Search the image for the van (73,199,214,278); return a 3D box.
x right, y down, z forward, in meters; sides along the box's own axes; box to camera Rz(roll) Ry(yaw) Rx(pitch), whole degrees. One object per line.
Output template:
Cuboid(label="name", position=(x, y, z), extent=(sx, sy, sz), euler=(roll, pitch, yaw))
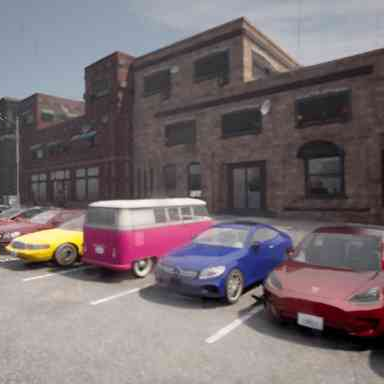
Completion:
Cuboid(label="van", position=(-1.030, 1.212, 10.131), extent=(1.878, 1.987, 4.442), euler=(1, 0, 37))

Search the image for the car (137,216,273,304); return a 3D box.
Cuboid(label="car", position=(1.071, 1.498, 8.413), extent=(2.002, 1.452, 4.674), euler=(1, 0, 37))

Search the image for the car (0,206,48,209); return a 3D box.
Cuboid(label="car", position=(-5.427, 1.430, 13.373), extent=(2.002, 1.452, 4.674), euler=(1, 0, 38))

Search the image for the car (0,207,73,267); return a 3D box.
Cuboid(label="car", position=(-3.389, 1.411, 11.548), extent=(1.946, 1.575, 5.366), euler=(1, 0, 38))

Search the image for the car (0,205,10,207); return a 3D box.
Cuboid(label="car", position=(-7.585, 1.393, 15.048), extent=(2.163, 1.488, 4.792), euler=(1, 1, 39))

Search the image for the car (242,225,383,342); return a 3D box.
Cuboid(label="car", position=(3.167, 1.506, 6.848), extent=(2.163, 1.488, 4.792), euler=(1, 0, 36))
